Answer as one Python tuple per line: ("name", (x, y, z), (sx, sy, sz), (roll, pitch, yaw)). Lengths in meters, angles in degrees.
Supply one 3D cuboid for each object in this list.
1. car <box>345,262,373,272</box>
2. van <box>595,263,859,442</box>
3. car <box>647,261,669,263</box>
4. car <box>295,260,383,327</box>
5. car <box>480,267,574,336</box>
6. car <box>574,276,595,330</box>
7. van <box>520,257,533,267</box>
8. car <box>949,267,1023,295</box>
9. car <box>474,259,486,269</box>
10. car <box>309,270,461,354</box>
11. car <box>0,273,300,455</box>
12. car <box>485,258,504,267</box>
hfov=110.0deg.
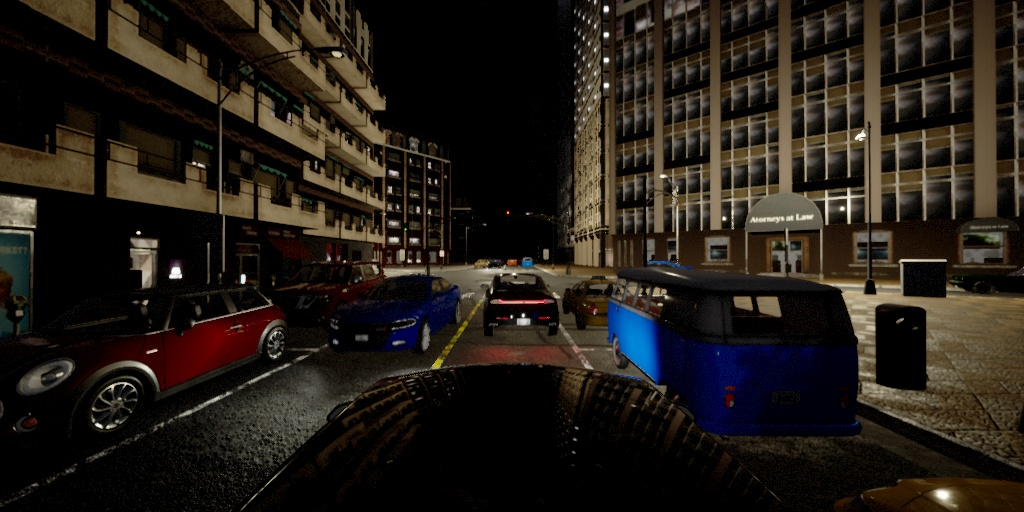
("car", (-21.763, 1.512, 50.994), (4.181, 1.385, 1.994), (-1, -1, 41))
("van", (2.567, 1.090, 5.206), (1.690, 1.789, 3.998), (0, 0, 0))
("car", (9.957, 1.125, 25.314), (5.008, 1.535, 1.882), (0, -1, 16))
("car", (-5.312, 1.063, 10.738), (2.192, 1.841, 5.009), (0, 0, 0))
("car", (0.135, 1.240, 10.347), (2.128, 1.511, 4.902), (0, 0, -3))
("car", (2.568, 1.274, 10.912), (1.751, 1.417, 4.829), (0, 0, 0))
("van", (2.580, 1.140, 59.735), (1.690, 1.789, 3.998), (0, 0, 0))
("car", (23.393, 1.136, 16.098), (4.718, 1.301, 1.895), (-1, -1, 41))
("car", (-5.301, 1.324, 59.568), (1.751, 1.417, 4.829), (0, 0, 0))
("car", (-2.589, 1.226, 9.049), (1.882, 1.535, 5.008), (0, 0, 4))
("car", (-5.314, 1.189, 5.202), (1.967, 1.591, 4.097), (0, 0, 0))
("car", (-2.803, 1.398, 58.826), (1.895, 1.301, 4.718), (0, 0, 2))
